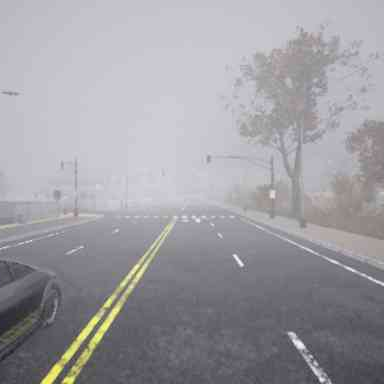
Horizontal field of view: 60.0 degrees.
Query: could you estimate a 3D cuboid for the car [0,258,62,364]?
[{"bbox_3d":[-3.351,1.621,4.348,1.994,1.385,4.181,0,-1,0],"label":"car"}]
